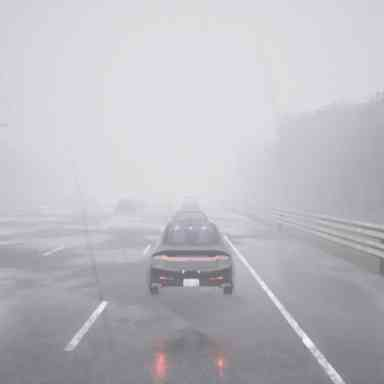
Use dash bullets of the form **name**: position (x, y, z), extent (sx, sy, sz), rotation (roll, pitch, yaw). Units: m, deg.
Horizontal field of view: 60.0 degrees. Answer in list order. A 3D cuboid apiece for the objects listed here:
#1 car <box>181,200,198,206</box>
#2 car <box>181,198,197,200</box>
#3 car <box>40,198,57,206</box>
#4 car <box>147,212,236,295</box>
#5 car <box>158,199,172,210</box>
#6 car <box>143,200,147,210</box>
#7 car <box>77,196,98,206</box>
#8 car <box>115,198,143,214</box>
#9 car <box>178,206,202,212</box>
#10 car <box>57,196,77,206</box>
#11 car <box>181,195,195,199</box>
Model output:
- **car**: position (-0.156, 1.648, 27.048), extent (2.033, 1.411, 5.357), rotation (0, 0, -1)
- **car**: position (-0.215, 1.729, 37.325), extent (1.994, 1.385, 4.181), rotation (0, -1, -1)
- **car**: position (-25.421, 1.726, 59.515), extent (1.994, 1.385, 4.181), rotation (0, 0, -1)
- **car**: position (-0.021, 1.503, 8.696), extent (2.128, 1.511, 4.902), rotation (0, 0, 0)
- **car**: position (-3.951, 1.764, 48.016), extent (2.033, 1.411, 5.357), rotation (0, 0, -1)
- **car**: position (-7.421, 1.787, 46.753), extent (1.895, 1.301, 4.718), rotation (0, 0, -1)
- **car**: position (-18.443, 1.561, 59.915), extent (2.097, 1.767, 4.553), rotation (0, 0, -1)
- **car**: position (-7.224, 1.476, 37.543), extent (2.097, 1.767, 4.553), rotation (0, 0, -1)
- **car**: position (-0.069, 1.647, 17.346), extent (1.895, 1.301, 4.718), rotation (0, 0, 0)
- **car**: position (-21.935, 1.539, 59.869), extent (2.097, 1.767, 4.553), rotation (0, 0, -1)
- **car**: position (-0.429, 1.455, 47.396), extent (2.150, 2.045, 5.566), rotation (0, 0, -1)
